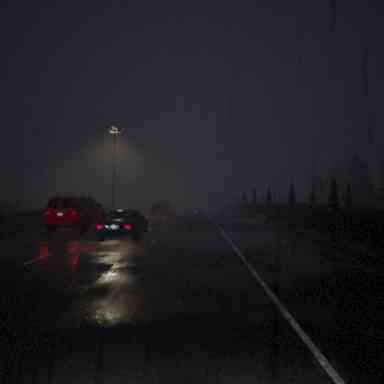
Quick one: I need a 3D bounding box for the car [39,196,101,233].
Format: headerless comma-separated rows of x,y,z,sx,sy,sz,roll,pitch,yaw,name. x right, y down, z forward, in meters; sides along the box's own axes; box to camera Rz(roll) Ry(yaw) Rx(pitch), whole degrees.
-6.902,1.256,20.063,2.150,2.045,5.566,0,0,0,car

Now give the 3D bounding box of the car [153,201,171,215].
-3.403,1.802,37.125,2.128,1.511,4.902,0,-3,0,car

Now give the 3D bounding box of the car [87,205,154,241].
-3.403,1.576,16.957,2.033,1.411,5.357,0,0,0,car

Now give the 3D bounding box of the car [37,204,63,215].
-21.078,2.684,49.562,1.812,1.442,4.674,0,-5,0,car

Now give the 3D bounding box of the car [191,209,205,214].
1.219,3.822,60.663,1.837,1.490,4.892,0,-6,0,car

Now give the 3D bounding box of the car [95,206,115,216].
-14.070,3.096,53.889,1.837,1.490,4.892,0,-6,0,car
